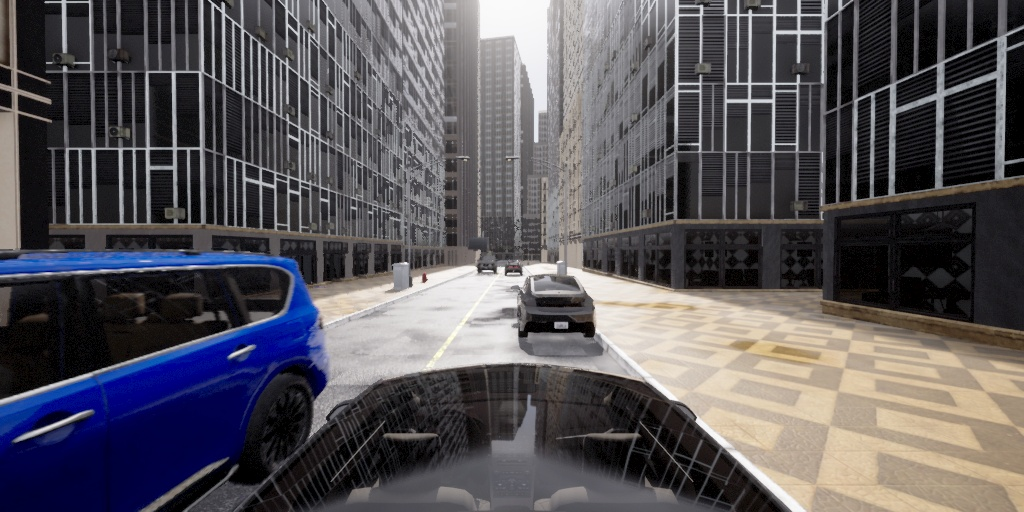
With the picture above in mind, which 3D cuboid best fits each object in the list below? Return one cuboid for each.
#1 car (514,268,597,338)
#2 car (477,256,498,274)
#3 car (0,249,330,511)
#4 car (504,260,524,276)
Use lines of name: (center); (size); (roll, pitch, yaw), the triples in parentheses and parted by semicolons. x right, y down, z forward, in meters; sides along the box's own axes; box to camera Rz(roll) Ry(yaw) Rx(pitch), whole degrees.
car: (1.073, 1.255, 10.183); (1.837, 1.490, 4.892); (0, 0, 0)
car: (-2.889, 0.982, 42.407); (2.150, 2.045, 5.566); (0, 0, 0)
car: (-3.100, 0.971, 1.732); (2.150, 2.045, 5.566); (0, 0, 0)
car: (0.172, 1.263, 37.860); (1.837, 1.490, 4.892); (0, 0, 0)
